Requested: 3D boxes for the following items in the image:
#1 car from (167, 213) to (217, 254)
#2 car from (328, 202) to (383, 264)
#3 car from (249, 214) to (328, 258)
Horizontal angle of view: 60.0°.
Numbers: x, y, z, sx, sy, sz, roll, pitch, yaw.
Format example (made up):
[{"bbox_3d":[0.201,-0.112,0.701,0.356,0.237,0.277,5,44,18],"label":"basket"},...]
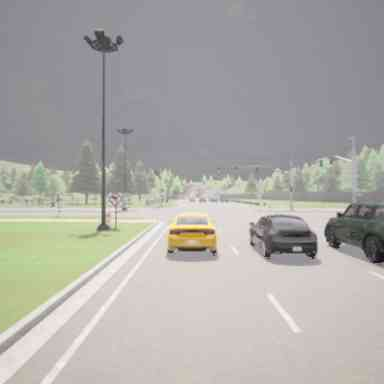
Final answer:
[{"bbox_3d":[0.022,1.635,14.222,1.882,1.535,5.008,0,0,0],"label":"car"},{"bbox_3d":[7.007,1.365,12.561,2.150,2.045,5.566,0,0,0],"label":"car"},{"bbox_3d":[3.516,1.657,13.490,1.837,1.490,4.892,0,0,0],"label":"car"}]
